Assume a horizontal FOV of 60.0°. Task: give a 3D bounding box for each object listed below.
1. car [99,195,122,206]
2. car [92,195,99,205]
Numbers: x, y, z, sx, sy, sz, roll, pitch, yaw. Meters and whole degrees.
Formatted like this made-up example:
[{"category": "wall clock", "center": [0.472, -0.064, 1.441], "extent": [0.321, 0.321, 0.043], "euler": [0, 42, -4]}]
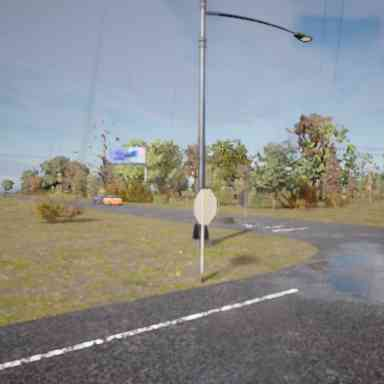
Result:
[{"category": "car", "center": [-13.427, 1.386, 55.951], "extent": [2.097, 1.767, 4.553], "euler": [1, 0, -33]}, {"category": "car", "center": [-16.644, 1.376, 60.659], "extent": [2.097, 1.767, 4.553], "euler": [1, 0, -34]}]
